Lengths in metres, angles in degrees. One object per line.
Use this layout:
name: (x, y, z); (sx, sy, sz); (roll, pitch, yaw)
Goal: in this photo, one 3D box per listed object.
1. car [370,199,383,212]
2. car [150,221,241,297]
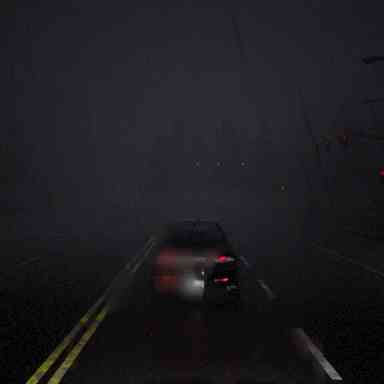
car: (22.331, 1.166, 35.993); (5.566, 2.045, 2.150); (0, 0, 0)
car: (0.071, 1.492, 8.574); (2.128, 1.511, 4.902); (0, 0, 0)
